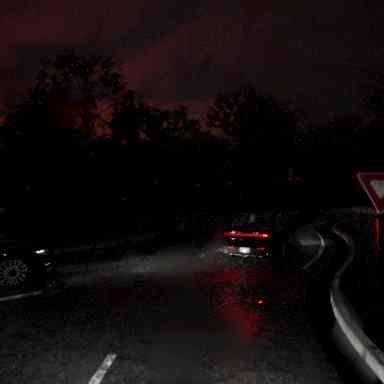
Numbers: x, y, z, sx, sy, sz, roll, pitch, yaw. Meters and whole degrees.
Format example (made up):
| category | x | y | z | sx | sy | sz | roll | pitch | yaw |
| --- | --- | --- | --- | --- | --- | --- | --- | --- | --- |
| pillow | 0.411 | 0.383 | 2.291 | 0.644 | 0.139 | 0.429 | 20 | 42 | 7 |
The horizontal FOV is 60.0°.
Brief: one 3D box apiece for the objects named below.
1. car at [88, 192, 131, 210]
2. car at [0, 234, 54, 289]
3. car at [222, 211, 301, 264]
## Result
| category | x | y | z | sx | sy | sz | roll | pitch | yaw |
| --- | --- | --- | --- | --- | --- | --- | --- | --- | --- |
| car | -9.760 | 0.964 | 39.443 | 5.566 | 2.045 | 2.150 | 1 | 0 | 22 |
| car | -5.721 | 1.398 | 7.389 | 4.902 | 1.511 | 2.128 | 0 | 0 | -31 |
| car | 2.588 | 1.424 | 11.725 | 1.837 | 1.490 | 4.892 | -1 | 0 | 26 |
